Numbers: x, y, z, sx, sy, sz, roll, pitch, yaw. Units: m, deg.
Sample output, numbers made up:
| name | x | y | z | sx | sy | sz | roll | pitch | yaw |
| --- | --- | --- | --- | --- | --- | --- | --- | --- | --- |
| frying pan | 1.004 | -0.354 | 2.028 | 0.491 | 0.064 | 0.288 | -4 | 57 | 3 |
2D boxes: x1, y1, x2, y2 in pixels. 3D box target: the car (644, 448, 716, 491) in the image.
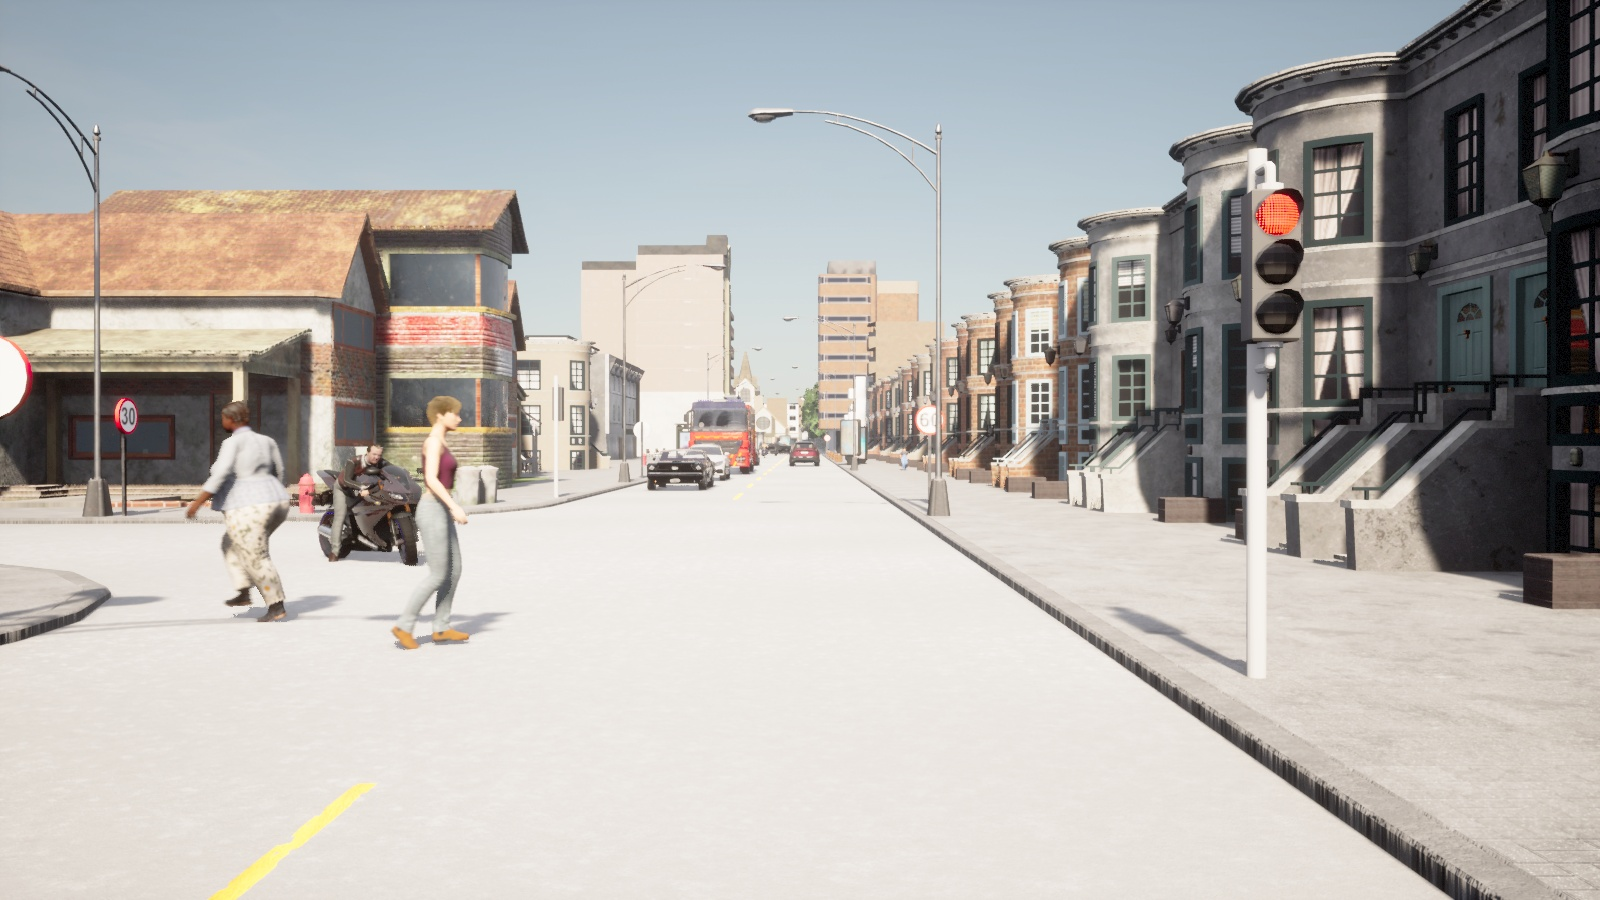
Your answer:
| name | x | y | z | sx | sy | sz | roll | pitch | yaw |
| --- | --- | --- | --- | --- | --- | --- | --- | --- | --- |
| car | -3.852 | 0.612 | 41.032 | 1.895 | 1.301 | 4.718 | 0 | 0 | 0 |

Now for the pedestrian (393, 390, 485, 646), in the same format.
| name | x | y | z | sx | sy | sz | roll | pitch | yaw |
| --- | --- | --- | --- | --- | --- | --- | --- | --- | --- |
| pedestrian | -2.639 | 0.488 | 9.203 | 0.594 | 1.836 | 0.345 | 0 | 0 | -6 |

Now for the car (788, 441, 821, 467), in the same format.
| name | x | y | z | sx | sy | sz | roll | pitch | yaw |
| --- | --- | --- | --- | --- | --- | --- | --- | --- | --- |
| car | 0.294 | 0.215 | 81.786 | 2.033 | 1.649 | 4.856 | 0 | 0 | 0 |

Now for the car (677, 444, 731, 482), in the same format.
| name | x | y | z | sx | sy | sz | roll | pitch | yaw |
| --- | --- | --- | --- | --- | --- | --- | --- | --- | --- |
| car | -3.820 | 0.482 | 50.824 | 1.812 | 1.442 | 4.674 | 0 | 0 | 0 |

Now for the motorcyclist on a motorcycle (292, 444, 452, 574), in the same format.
| name | x | y | z | sx | sy | sz | roll | pitch | yaw |
| --- | --- | --- | --- | --- | --- | --- | --- | --- | --- |
| motorcyclist on a motorcycle | -5.426 | 0.688 | 15.842 | 2.191 | 1.530 | 0.866 | 0 | 0 | 39 |

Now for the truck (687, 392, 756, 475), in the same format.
| name | x | y | z | sx | sy | sz | roll | pitch | yaw |
| --- | --- | --- | --- | --- | --- | --- | --- | --- | --- |
| truck | -3.776 | -0.773 | 62.368 | 2.891 | 3.827 | 8.468 | 0 | 0 | 0 |

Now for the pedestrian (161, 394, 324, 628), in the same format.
| name | x | y | z | sx | sy | sz | roll | pitch | yaw |
| --- | --- | --- | --- | --- | --- | --- | --- | --- | --- |
| pedestrian | -4.638 | 0.482 | 10.500 | 0.900 | 1.855 | 0.874 | 0 | 0 | 12 |
